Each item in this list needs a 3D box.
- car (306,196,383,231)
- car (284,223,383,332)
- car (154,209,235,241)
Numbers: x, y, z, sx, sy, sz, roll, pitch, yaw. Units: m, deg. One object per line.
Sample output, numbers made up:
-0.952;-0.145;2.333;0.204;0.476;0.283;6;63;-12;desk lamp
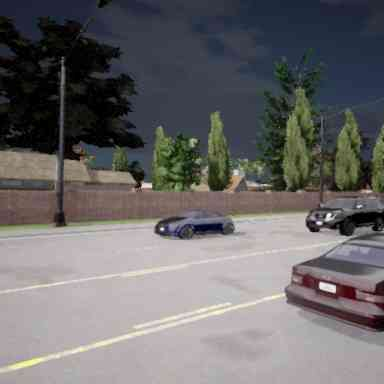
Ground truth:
8.873;1.275;18.929;5.566;2.045;2.150;0;0;-36;car
4.194;1.569;6.742;5.357;1.411;2.033;0;0;-36;car
0.192;1.593;17.032;4.181;1.385;1.994;0;0;-36;car
